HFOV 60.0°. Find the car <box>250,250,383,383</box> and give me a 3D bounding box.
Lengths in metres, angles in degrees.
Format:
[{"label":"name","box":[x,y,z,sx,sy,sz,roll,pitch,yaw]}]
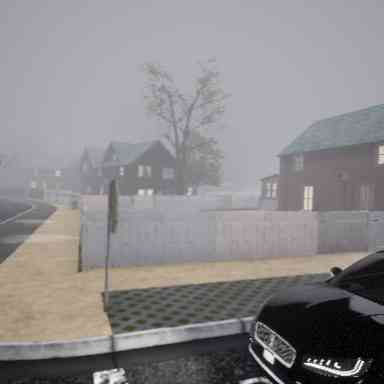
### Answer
[{"label":"car","box":[3.123,1.508,4.238,4.892,1.490,1.837,1,1,-18]}]
